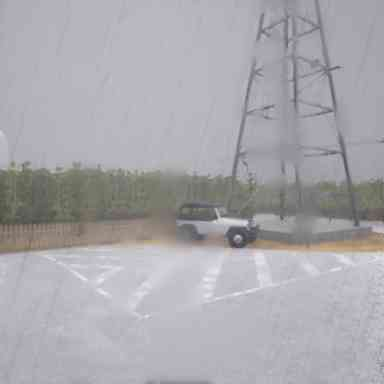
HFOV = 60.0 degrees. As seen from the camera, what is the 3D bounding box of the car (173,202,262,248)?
[{"bbox_3d":[1.048,1.407,14.930,3.866,1.878,1.905,0,0,23],"label":"car"}]
